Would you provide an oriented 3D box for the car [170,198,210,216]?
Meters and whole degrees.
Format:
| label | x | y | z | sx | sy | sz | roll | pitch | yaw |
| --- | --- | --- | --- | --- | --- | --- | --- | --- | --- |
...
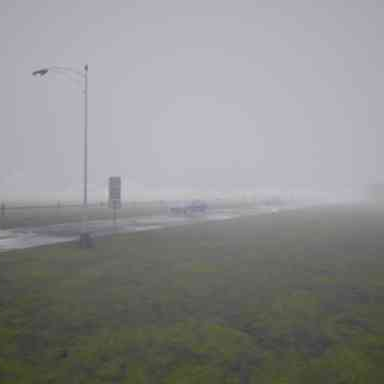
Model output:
| label | x | y | z | sx | sy | sz | roll | pitch | yaw |
| --- | --- | --- | --- | --- | --- | --- | --- | --- | --- |
| car | -0.128 | 1.363 | 31.590 | 1.882 | 1.535 | 5.008 | 1 | 1 | 34 |

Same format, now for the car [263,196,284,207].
| label | x | y | z | sx | sy | sz | roll | pitch | yaw |
| --- | --- | --- | --- | --- | --- | --- | --- | --- | --- |
| car | 12.313 | 1.384 | 49.914 | 1.837 | 1.490 | 4.892 | 1 | 0 | 34 |
